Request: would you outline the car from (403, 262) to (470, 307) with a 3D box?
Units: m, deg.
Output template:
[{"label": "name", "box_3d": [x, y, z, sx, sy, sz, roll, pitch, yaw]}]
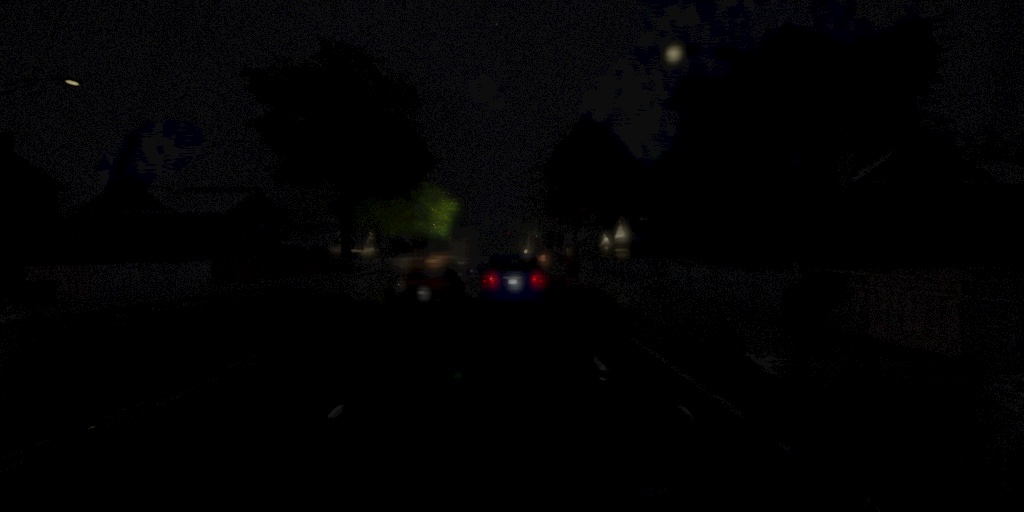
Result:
[{"label": "car", "box_3d": [-3.153, 1.187, 15.354, 1.882, 1.535, 5.008, 0, 0, 0]}]

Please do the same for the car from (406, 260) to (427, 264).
[{"label": "car", "box_3d": [-9.836, 1.122, 37.440, 1.882, 1.535, 5.008, 0, 0, 0]}]

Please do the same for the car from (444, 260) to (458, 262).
[{"label": "car", "box_3d": [-6.585, 1.149, 38.042, 1.837, 1.490, 4.892, 0, 0, 0]}]

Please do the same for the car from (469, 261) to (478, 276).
[{"label": "car", "box_3d": [-3.148, 1.138, 32.011, 1.882, 1.535, 5.008, 0, 0, 0]}]

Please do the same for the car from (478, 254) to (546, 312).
[{"label": "car", "box_3d": [0.097, 0.935, 14.135, 2.150, 2.045, 5.566, 0, 0, 0]}]
